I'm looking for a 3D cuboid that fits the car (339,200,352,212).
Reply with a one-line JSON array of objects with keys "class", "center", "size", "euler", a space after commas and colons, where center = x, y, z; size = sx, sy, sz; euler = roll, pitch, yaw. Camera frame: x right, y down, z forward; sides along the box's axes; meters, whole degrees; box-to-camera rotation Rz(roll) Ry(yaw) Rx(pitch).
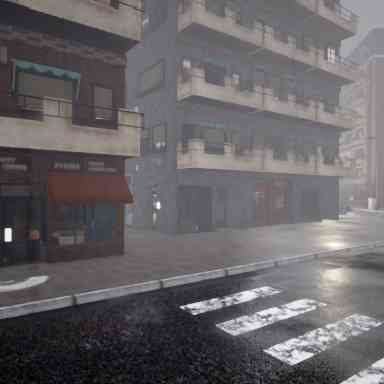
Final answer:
[{"class": "car", "center": [18.282, 1.718, 41.479], "size": [1.837, 1.490, 4.892], "euler": [0, -1, 5]}]
